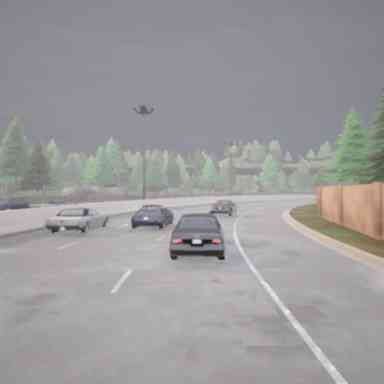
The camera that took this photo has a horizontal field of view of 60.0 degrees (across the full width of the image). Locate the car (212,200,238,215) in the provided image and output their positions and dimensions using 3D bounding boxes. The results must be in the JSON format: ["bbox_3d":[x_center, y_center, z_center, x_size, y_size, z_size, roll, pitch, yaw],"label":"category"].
[{"bbox_3d":[3.008,1.421,30.579,2.033,1.411,5.357,0,0,15],"label":"car"}]

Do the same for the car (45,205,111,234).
[{"bbox_3d":[-6.216,1.523,18.784,1.895,1.301,4.718,0,0,6],"label":"car"}]

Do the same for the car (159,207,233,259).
[{"bbox_3d":[0.258,1.496,12.295,2.033,1.411,5.357,0,0,3],"label":"car"}]

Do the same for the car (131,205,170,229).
[{"bbox_3d":[-2.386,1.477,21.006,1.994,1.385,4.181,0,0,7],"label":"car"}]

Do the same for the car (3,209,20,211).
[{"bbox_3d":[-18.163,1.217,32.715,2.097,1.767,4.553,0,0,14],"label":"car"}]

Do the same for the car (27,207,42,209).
[{"bbox_3d":[-14.350,1.461,33.846,1.895,1.301,4.718,0,0,14],"label":"car"}]
